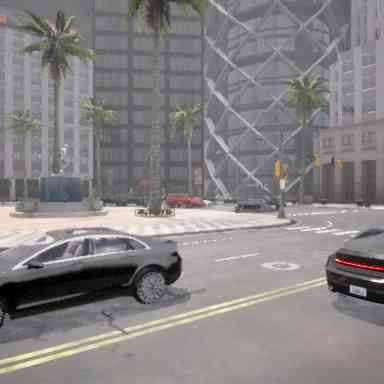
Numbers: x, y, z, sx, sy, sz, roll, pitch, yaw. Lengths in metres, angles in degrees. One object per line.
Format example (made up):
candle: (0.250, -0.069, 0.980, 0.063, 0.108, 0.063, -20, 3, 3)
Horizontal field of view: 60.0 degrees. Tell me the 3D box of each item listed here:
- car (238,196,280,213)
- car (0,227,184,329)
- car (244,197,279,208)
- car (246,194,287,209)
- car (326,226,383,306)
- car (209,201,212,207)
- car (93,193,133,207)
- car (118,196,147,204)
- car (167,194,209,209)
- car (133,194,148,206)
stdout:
car: (7.198, 1.491, 37.216, 2.128, 1.511, 4.902, 0, 0, -38)
car: (-2.466, 1.491, 6.523, 4.902, 1.511, 2.128, 0, 0, -35)
car: (10.398, 1.477, 50.082, 1.882, 1.535, 5.008, 0, 0, -44)
car: (8.874, 1.221, 40.827, 2.150, 2.045, 5.566, 0, 0, -38)
car: (4.923, 1.505, 7.306, 4.892, 1.490, 1.837, 0, 0, -35)
car: (0.735, 1.525, 48.927, 4.674, 1.442, 1.812, 0, 0, 34)
car: (-12.487, 1.222, 51.010, 5.566, 2.045, 2.150, 0, 0, 10)
car: (-10.953, 1.491, 61.464, 4.902, 1.511, 2.128, 0, 0, 11)
car: (-0.954, 1.225, 45.933, 5.566, 2.045, 2.150, -1, 0, 34)
car: (-9.929, 1.222, 53.950, 5.566, 2.045, 2.150, 0, 0, 14)
